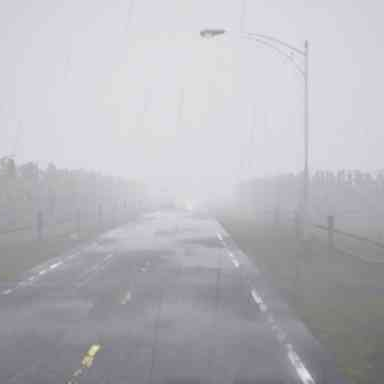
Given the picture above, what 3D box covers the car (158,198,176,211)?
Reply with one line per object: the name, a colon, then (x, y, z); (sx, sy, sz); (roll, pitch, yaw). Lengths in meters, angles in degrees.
car: (-2.838, 1.385, 38.742); (1.882, 1.535, 5.008); (0, 0, 0)
